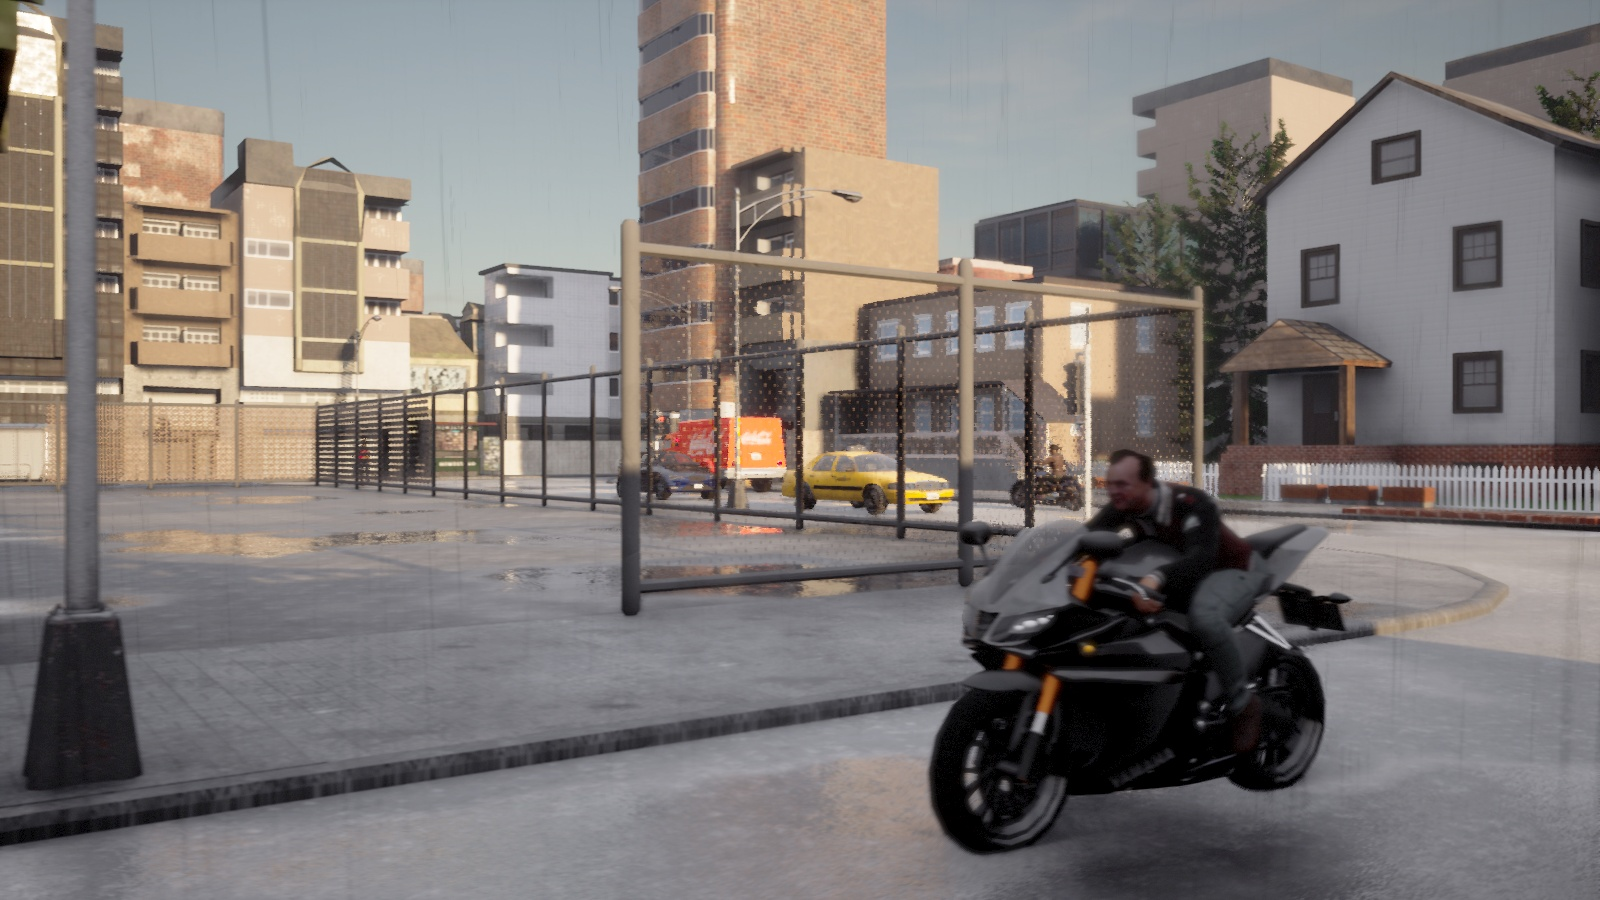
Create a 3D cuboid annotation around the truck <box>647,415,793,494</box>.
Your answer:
[{"bbox_3d":[-2.862,0.223,43.521,2.627,2.467,5.204,0,-2,-36],"label":"truck"}]

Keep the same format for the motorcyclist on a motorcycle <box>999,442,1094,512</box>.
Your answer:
[{"bbox_3d":[6.020,0.644,30.805,0.766,1.649,2.350,0,0,-37],"label":"motorcyclist on a motorcycle"}]

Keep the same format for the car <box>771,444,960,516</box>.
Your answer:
[{"bbox_3d":[1.442,0.662,30.293,1.801,1.575,5.366,0,0,-32],"label":"car"}]

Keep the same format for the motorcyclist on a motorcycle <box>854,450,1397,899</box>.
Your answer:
[{"bbox_3d":[1.371,0.770,5.103,2.191,1.530,0.866,0,0,-32],"label":"motorcyclist on a motorcycle"}]

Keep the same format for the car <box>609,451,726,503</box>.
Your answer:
[{"bbox_3d":[-4.093,0.767,38.273,1.816,1.474,4.193,0,0,-33],"label":"car"}]
